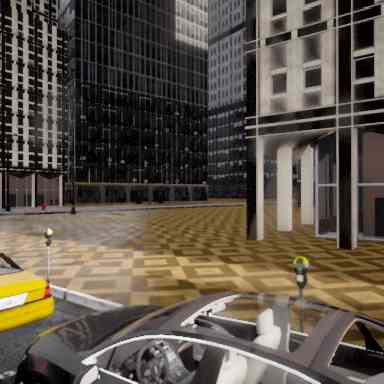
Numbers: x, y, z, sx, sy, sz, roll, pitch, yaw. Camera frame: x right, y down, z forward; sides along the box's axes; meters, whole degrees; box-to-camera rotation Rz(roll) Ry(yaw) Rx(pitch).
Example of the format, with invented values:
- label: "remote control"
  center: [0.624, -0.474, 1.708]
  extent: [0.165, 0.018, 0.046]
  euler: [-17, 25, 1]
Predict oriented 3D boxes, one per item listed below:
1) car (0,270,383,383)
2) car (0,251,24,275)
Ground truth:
- label: "car"
  center: [0.289, 1.552, 2.671]
  extent: [4.403, 1.369, 2.008]
  euler: [0, 0, 36]
- label: "car"
  center: [-4.465, 1.532, 6.064]
  extent: [4.829, 1.417, 1.752]
  euler: [0, 0, 36]
